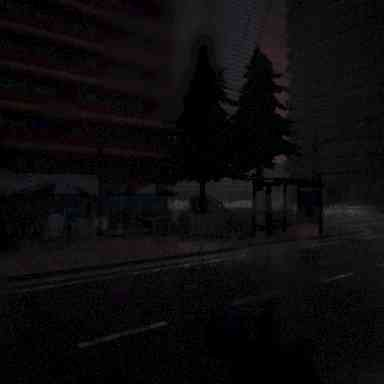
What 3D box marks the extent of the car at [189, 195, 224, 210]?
[{"bbox_3d":[1.821,1.379,43.927,2.150,2.045,5.566,0,0,-36],"label":"car"}]
